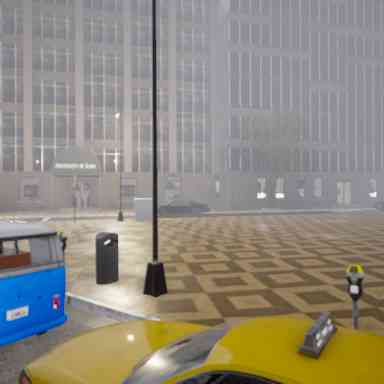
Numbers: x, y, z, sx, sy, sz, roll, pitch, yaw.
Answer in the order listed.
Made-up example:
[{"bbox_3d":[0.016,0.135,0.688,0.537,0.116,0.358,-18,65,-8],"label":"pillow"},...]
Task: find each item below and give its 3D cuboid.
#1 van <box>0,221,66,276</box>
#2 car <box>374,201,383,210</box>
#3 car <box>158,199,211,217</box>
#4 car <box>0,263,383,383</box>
[{"bbox_3d":[-3.769,1.343,5.405,3.998,1.788,1.690,0,0,35],"label":"van"},{"bbox_3d":[20.857,1.208,33.991,4.181,1.385,1.994,0,0,-14],"label":"car"},{"bbox_3d":[-1.135,1.346,28.551,5.357,1.411,2.033,0,0,-14],"label":"car"},{"bbox_3d":[0.602,1.525,2.297,4.829,1.417,1.752,0,0,35],"label":"car"}]
